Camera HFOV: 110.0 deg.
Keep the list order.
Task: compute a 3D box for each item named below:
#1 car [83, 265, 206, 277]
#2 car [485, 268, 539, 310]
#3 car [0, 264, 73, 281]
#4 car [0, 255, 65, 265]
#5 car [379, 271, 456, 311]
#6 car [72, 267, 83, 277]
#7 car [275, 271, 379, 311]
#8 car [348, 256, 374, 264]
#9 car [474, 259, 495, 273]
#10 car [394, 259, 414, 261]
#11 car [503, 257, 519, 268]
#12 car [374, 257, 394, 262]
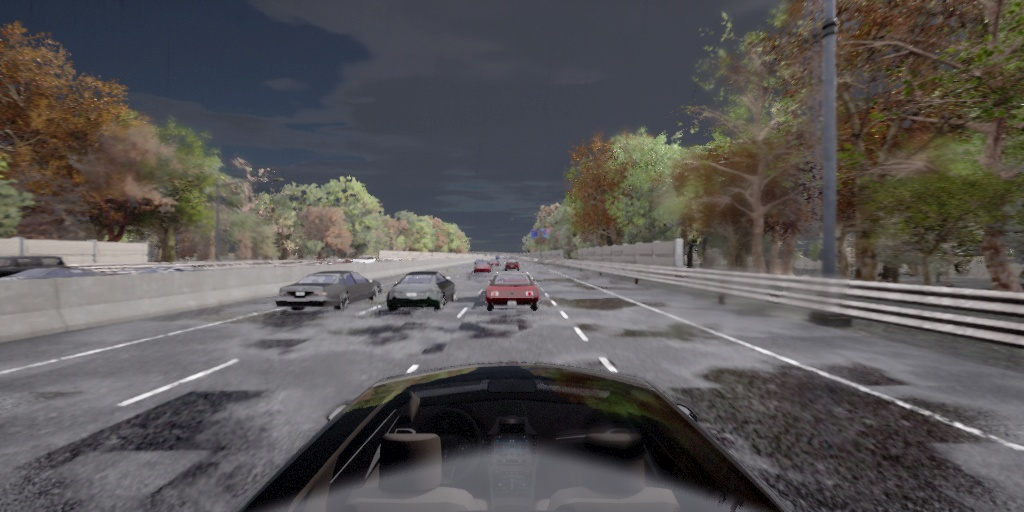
[{"bbox_3d":[-17.582,1.244,18.125,2.128,1.511,4.902,0,0,0],"label":"car"},{"bbox_3d":[0.009,1.338,14.627,1.895,1.301,4.718,0,0,0],"label":"car"},{"bbox_3d":[-24.579,1.306,19.152,2.033,1.411,5.357,0,0,0],"label":"car"},{"bbox_3d":[-28.075,0.984,19.573,2.150,2.045,5.566,0,0,0],"label":"car"},{"bbox_3d":[-3.491,1.305,14.455,1.994,1.385,4.181,0,0,0],"label":"car"},{"bbox_3d":[-21.074,1.318,20.185,1.994,1.385,4.181,0,0,0],"label":"car"},{"bbox_3d":[-6.991,1.292,14.350,2.033,1.411,5.357,0,0,0],"label":"car"},{"bbox_3d":[-24.475,0.978,59.628,2.150,2.045,5.566,0,0,0],"label":"car"},{"bbox_3d":[-3.476,1.277,43.681,1.994,1.385,4.181,0,0,0],"label":"car"},{"bbox_3d":[-17.486,1.188,59.816,1.882,1.535,5.008,0,0,0],"label":"car"},{"bbox_3d":[0.028,1.181,50.071,1.882,1.535,5.008,0,0,0],"label":"car"},{"bbox_3d":[-20.987,1.211,60.659,2.128,1.511,4.902,0,0,1],"label":"car"}]
